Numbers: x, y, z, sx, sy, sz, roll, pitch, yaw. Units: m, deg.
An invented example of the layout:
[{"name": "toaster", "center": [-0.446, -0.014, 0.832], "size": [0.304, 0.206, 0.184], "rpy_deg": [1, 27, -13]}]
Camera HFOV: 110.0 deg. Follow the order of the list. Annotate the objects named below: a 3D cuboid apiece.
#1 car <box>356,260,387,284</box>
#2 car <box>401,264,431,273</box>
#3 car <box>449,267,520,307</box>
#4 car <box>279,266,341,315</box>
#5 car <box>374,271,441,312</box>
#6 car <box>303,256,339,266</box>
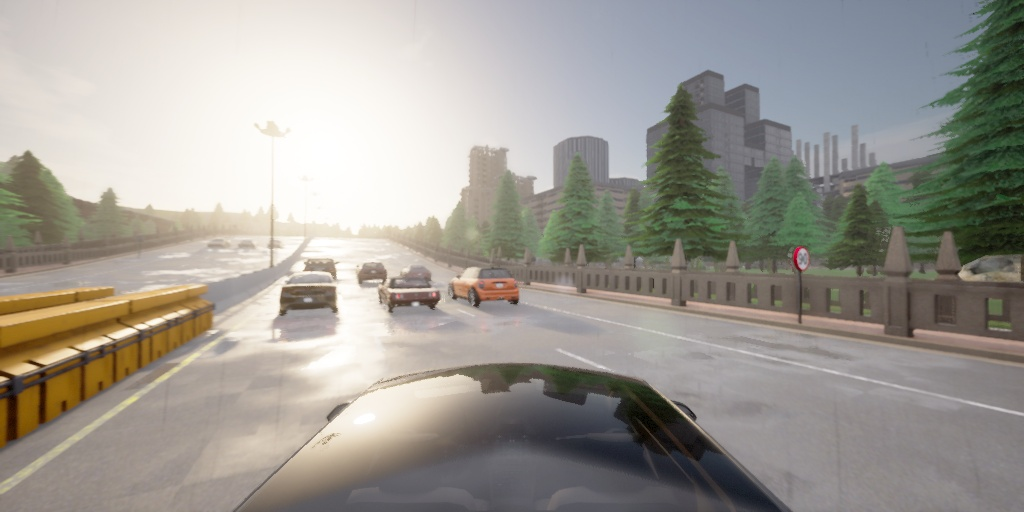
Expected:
[{"name": "car", "center": [-11.284, 1.127, 28.716], "size": [2.097, 1.767, 4.553], "rpy_deg": [0, 2, -26]}, {"name": "car", "center": [-8.133, 1.365, 30.239], "size": [1.994, 1.385, 4.181], "rpy_deg": [0, 2, -26]}, {"name": "car", "center": [-1.455, 1.278, 16.911], "size": [2.097, 1.767, 4.553], "rpy_deg": [0, -1, -26]}, {"name": "car", "center": [-8.095, 1.369, 14.551], "size": [1.882, 1.535, 5.008], "rpy_deg": [0, 0, -26]}, {"name": "car", "center": [-4.515, 1.505, 15.196], "size": [1.895, 1.301, 4.718], "rpy_deg": [0, -1, -26]}, {"name": "car", "center": [-14.017, 1.010, 26.338], "size": [2.150, 2.045, 5.566], "rpy_deg": [0, 2, -26]}]
